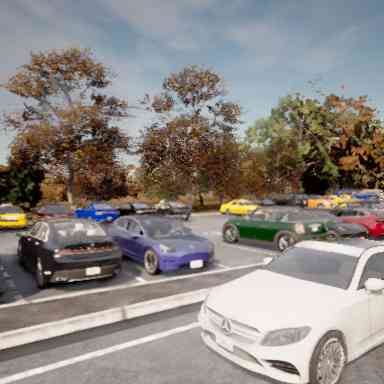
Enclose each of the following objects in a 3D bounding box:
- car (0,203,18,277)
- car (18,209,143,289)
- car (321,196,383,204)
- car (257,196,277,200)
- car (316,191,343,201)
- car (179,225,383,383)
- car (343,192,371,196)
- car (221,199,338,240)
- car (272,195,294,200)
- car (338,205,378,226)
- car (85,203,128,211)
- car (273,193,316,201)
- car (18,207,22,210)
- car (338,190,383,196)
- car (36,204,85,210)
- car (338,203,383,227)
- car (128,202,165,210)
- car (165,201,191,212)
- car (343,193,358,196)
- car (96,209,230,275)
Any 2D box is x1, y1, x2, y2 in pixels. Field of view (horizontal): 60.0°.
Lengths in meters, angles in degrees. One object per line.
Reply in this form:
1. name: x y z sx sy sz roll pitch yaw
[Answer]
1. car: -5.838 1.165 7.673 2.435 2.045 5.566 1 -1 -35
2. car: -3.537 1.455 9.242 2.231 1.521 4.892 1 0 -35
3. car: 10.141 1.344 18.864 2.185 1.767 4.553 -1 0 -35
4. car: 4.902 1.433 30.898 1.946 1.575 5.366 -1 0 -35
5. car: 13.916 1.114 37.473 2.185 1.767 4.553 -1 1 -35
6. car: 2.276 1.516 5.311 4.674 1.442 1.812 0 0 -36
7. car: 18.493 1.091 40.865 1.946 1.575 5.366 -2 1 -35
8. car: 3.327 1.377 14.017 2.185 1.767 4.553 0 0 -35
9. car: 7.077 1.399 32.654 2.097 1.535 5.008 -1 1 -35
10. car: 5.610 1.529 15.618 2.163 1.488 4.792 0 0 -35
11. car: -6.624 1.488 23.049 2.097 1.535 5.008 0 0 -35
12. car: 9.345 1.103 34.269 2.435 2.045 5.566 -1 1 -35
13. car: -11.195 1.443 20.082 1.946 1.575 5.366 1 -1 -35
14. car: 20.891 0.768 42.283 2.435 2.045 5.566 -2 1 -35
15. car: -8.897 1.502 21.429 2.163 1.488 4.792 1 0 -35
16. car: 7.860 1.519 17.264 2.163 1.488 4.792 0 0 -35
17. car: -4.338 1.495 24.649 2.097 1.535 5.008 0 0 -35
18. car: -1.947 1.494 26.322 2.231 1.521 4.892 0 0 -35
19. car: 16.220 1.171 39.042 2.097 1.535 5.008 -2 1 -35
20. car: -1.247 1.512 10.817 2.163 1.488 4.792 0 0 -35
